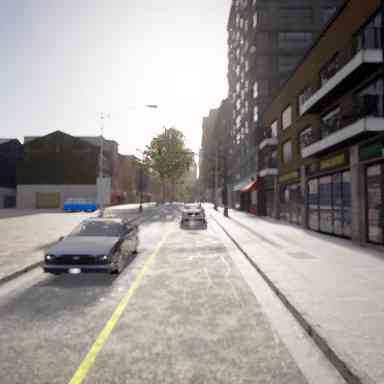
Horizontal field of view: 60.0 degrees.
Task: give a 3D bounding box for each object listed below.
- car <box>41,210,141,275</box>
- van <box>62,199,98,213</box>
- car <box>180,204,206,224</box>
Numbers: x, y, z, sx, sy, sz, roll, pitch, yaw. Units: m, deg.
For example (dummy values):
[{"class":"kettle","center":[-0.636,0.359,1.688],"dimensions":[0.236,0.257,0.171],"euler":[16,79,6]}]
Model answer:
[{"class":"car","center":[-2.848,1.545,10.753],"dimensions":[2.033,1.411,5.357],"euler":[0,0,0]},{"class":"van","center":[-12.927,1.655,38.654],"dimensions":[3.998,1.788,1.690],"euler":[0,-3,0]},{"class":"car","center":[0.098,1.600,24.936],"dimensions":[2.033,1.411,5.357],"euler":[0,0,0]}]
